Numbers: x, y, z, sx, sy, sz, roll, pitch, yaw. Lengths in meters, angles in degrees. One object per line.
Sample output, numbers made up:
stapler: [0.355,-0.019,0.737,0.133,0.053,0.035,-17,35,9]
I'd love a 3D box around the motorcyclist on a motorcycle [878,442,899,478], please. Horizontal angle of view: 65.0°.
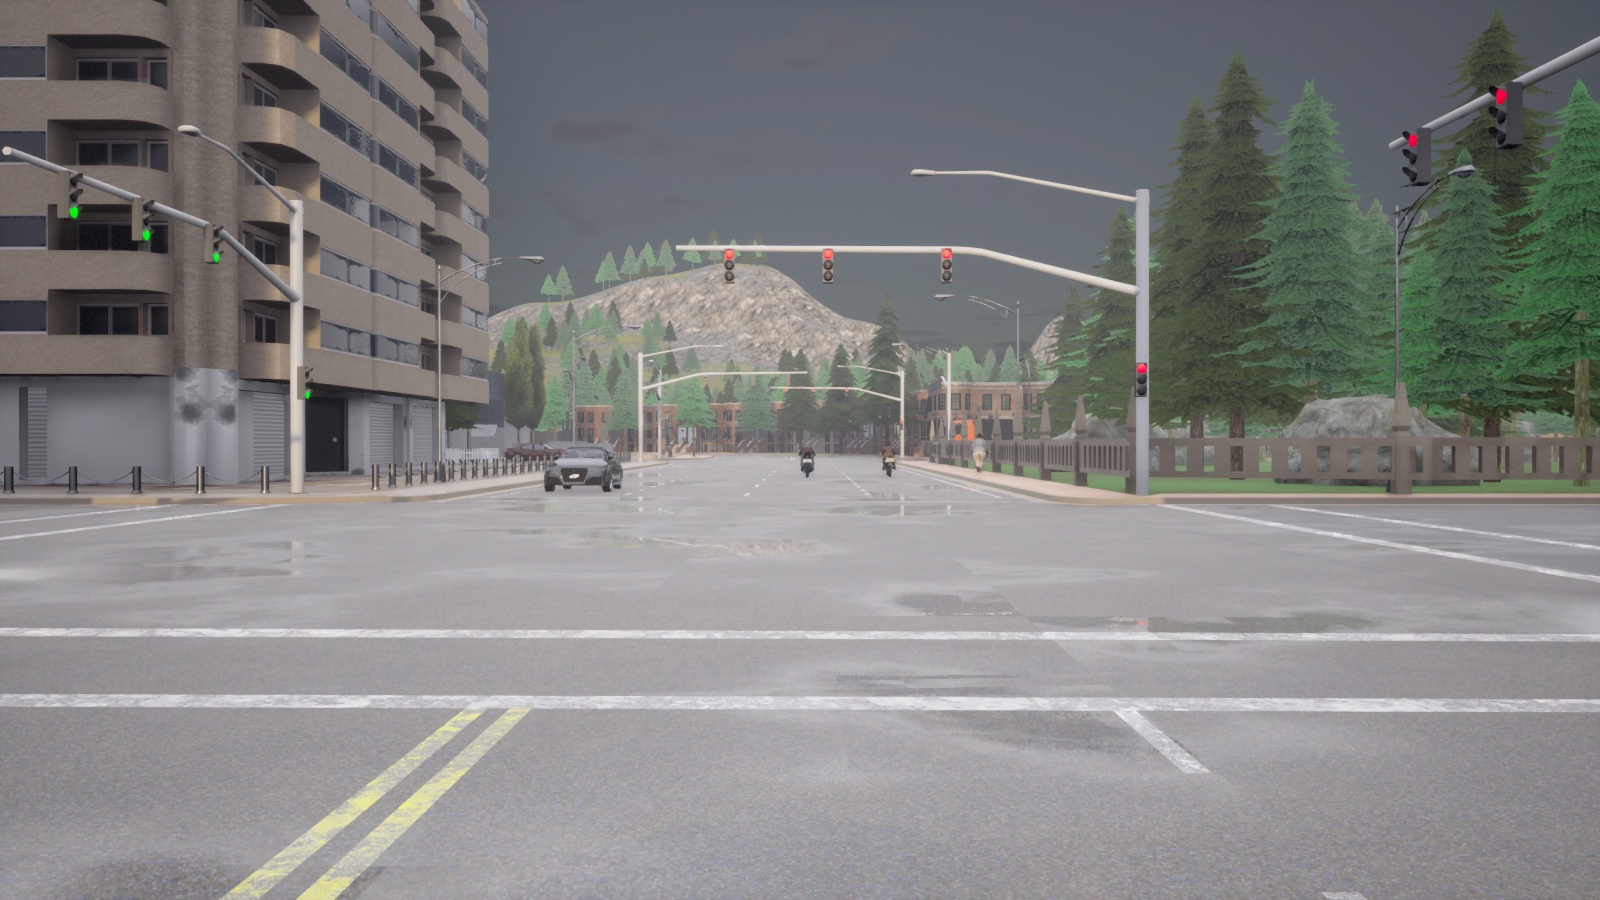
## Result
motorcyclist on a motorcycle: [3.814,0.426,54.223,0.797,1.523,2.044,0,0,0]

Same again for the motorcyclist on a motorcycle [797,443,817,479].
motorcyclist on a motorcycle: [0.320,0.469,55.337,0.866,1.530,2.191,0,0,0]

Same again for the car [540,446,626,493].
car: [-6.774,0.582,39.592,1.994,1.385,4.181,0,0,0]

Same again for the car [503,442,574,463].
car: [-19.808,0.170,95.341,5.008,1.535,1.882,0,0,0]

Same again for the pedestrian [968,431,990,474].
pedestrian: [7.879,0.100,55.139,0.874,1.855,0.900,0,0,13]
